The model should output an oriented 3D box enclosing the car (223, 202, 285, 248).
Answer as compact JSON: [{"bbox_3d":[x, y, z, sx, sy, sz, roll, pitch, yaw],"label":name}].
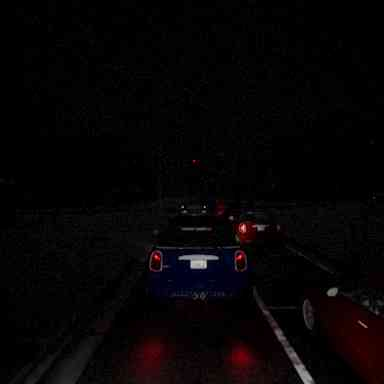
[{"bbox_3d":[2.653,1.434,14.657,1.967,1.590,4.097,-1,0,0],"label":"car"}]

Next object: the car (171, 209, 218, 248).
[{"bbox_3d":[0.122,1.594,15.746,1.895,1.301,4.718,0,0,0],"label":"car"}]

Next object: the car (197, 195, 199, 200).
[{"bbox_3d":[2.764,1.613,78.855,2.008,1.369,4.403,-1,0,0],"label":"car"}]

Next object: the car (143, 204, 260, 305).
[{"bbox_3d":[0.087,1.347,8.234,2.097,1.767,4.553,0,0,-1],"label":"car"}]

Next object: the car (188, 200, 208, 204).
[{"bbox_3d":[0.147,1.559,25.758,1.994,1.385,4.181,0,0,-1],"label":"car"}]

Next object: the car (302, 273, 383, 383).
[{"bbox_3d":[2.636,1.579,3.852,1.802,1.307,4.206,-1,0,0],"label":"car"}]

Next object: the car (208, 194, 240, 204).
[{"bbox_3d":[2.670,1.310,25.462,2.192,1.841,5.009,-1,0,0],"label":"car"}]

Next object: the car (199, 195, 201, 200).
[{"bbox_3d":[2.723,1.336,57.230,2.192,1.841,5.009,-1,0,0],"label":"car"}]

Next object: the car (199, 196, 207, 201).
[{"bbox_3d":[2.773,1.620,84.262,1.887,1.381,4.507,-1,0,0],"label":"car"}]

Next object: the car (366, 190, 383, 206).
[{"bbox_3d":[24.088,0.575,40.126,5.566,2.045,2.150,-1,1,0],"label":"car"}]

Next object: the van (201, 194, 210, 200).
[{"bbox_3d":[2.715,1.355,51.824,1.690,1.788,3.998,-1,0,0],"label":"van"}]
